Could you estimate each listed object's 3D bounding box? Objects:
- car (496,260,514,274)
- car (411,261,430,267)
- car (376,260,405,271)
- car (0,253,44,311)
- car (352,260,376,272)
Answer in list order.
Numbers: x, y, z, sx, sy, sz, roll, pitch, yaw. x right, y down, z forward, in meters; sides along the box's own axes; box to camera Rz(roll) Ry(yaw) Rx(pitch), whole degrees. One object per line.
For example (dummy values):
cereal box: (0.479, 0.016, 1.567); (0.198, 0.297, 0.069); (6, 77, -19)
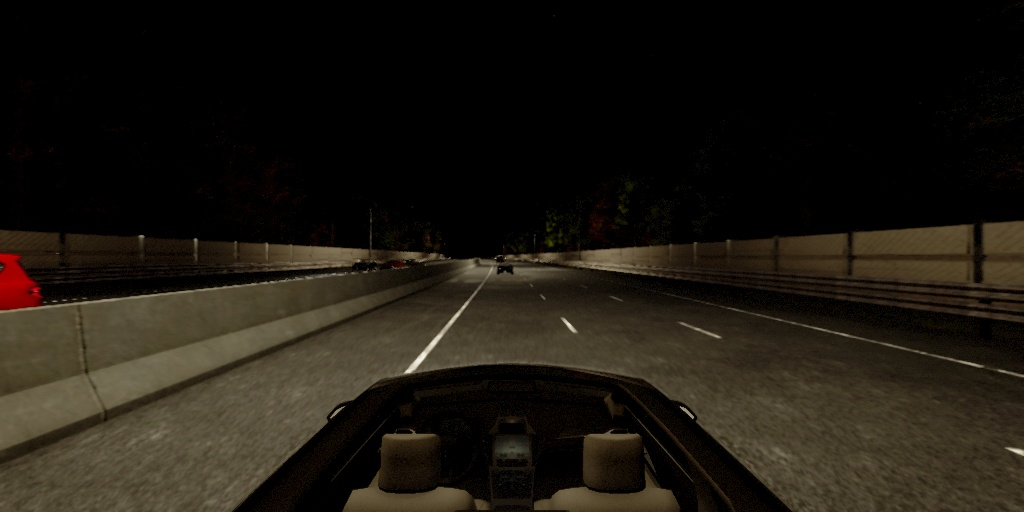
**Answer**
car: (-0.808, 1.431, 42.057); (1.895, 1.301, 4.718); (0, 0, -1)
car: (-11.565, 1.341, 45.654); (1.994, 1.385, 4.181); (0, 0, -2)
car: (-15.059, 1.234, 45.430); (1.882, 1.535, 5.008); (0, 0, -2)
car: (-10.596, 0.921, 4.937); (2.150, 2.045, 5.566); (0, 0, -1)
car: (-18.554, 1.228, 45.300); (2.128, 1.511, 4.902); (0, 0, -2)
